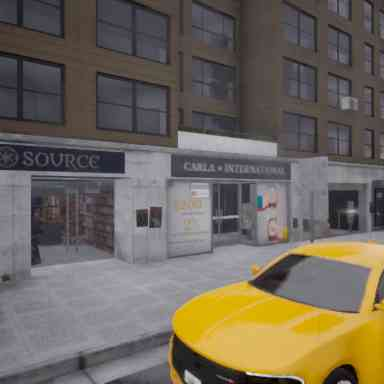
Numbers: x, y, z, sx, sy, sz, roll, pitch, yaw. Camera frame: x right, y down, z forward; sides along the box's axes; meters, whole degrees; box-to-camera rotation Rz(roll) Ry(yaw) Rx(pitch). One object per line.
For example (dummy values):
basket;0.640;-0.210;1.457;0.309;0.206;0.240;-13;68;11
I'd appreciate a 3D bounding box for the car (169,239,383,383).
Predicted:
car;2.042;1.477;4.525;5.008;1.535;1.882;0;0;-35
